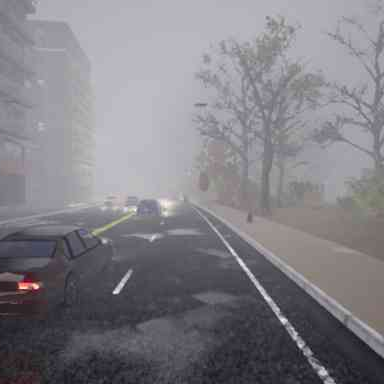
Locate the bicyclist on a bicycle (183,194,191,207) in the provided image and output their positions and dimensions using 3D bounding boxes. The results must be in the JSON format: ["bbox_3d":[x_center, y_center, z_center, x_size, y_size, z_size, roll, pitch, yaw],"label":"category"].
[{"bbox_3d":[-0.602,1.222,44.389,0.866,1.612,1.509,0,1,-4],"label":"bicyclist on a bicycle"}]

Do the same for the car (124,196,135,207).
[{"bbox_3d":[-8.239,1.288,46.263,1.837,1.490,4.892,0,1,-4],"label":"car"}]

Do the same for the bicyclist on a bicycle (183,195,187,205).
[{"bbox_3d":[-1.113,1.204,51.443,0.582,1.620,1.656,0,0,-4],"label":"bicyclist on a bicycle"}]

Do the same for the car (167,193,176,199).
[{"bbox_3d":[-5.094,1.014,83.004,1.812,1.442,4.674,0,0,-7],"label":"car"}]

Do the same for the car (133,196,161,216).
[{"bbox_3d":[-3.888,1.338,30.243,1.882,1.535,5.008,0,0,-3],"label":"car"}]

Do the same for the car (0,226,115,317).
[{"bbox_3d":[-3.222,1.514,7.713,2.033,1.411,5.357,0,0,-1],"label":"car"}]

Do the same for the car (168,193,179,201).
[{"bbox_3d":[-3.903,1.241,72.324,1.895,1.301,4.718,0,0,-6],"label":"car"}]

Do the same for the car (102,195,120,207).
[{"bbox_3d":[-11.621,1.258,48.052,1.882,1.535,5.008,0,1,-4],"label":"car"}]
